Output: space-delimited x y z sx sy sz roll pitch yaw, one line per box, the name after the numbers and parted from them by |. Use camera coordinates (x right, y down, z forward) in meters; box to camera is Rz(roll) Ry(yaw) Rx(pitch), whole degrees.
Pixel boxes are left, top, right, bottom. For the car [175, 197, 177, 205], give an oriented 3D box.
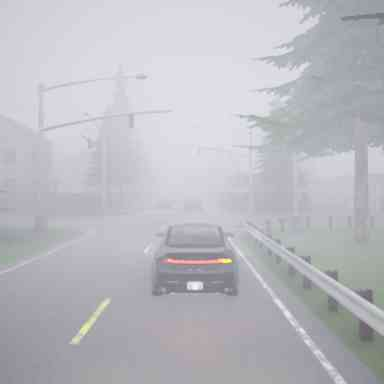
-3.495 1.402 56.110 1.882 1.535 5.008 0 0 0 | car

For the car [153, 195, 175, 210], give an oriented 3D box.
-3.535 1.447 41.796 1.837 1.490 4.892 0 0 0 | car

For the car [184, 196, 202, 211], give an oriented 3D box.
0.150 1.299 39.610 2.097 1.767 4.553 0 0 0 | car

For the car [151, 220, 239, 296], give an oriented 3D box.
0.075 1.493 8.607 1.837 1.490 4.892 0 0 0 | car
